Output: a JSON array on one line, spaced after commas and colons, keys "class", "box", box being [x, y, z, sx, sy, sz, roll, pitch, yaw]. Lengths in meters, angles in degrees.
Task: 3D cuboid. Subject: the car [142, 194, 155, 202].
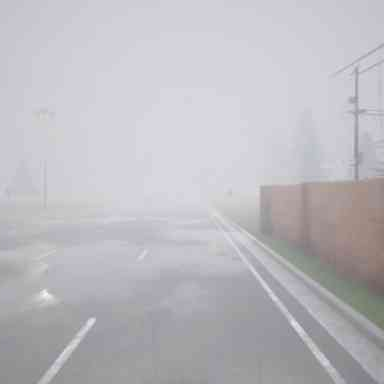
[{"class": "car", "box": [-10.488, 1.467, 78.346, 1.882, 1.535, 5.008, 0, 0, 0]}]

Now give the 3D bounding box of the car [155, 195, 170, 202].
[{"class": "car", "box": [-6.988, 1.522, 78.977, 1.812, 1.442, 4.674, 0, 0, 0]}]

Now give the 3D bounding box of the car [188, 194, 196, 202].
[{"class": "car", "box": [0.012, 1.523, 78.655, 1.812, 1.442, 4.674, 0, 0, 0]}]

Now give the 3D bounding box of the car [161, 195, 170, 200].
[{"class": "car", "box": [-6.986, 1.380, 87.643, 1.994, 1.385, 4.181, 0, 0, 0]}]

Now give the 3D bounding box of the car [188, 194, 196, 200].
[{"class": "car", "box": [0.014, 1.353, 87.638, 2.128, 1.511, 4.902, 0, 0, 0]}]

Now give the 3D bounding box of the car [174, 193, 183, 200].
[{"class": "car", "box": [-3.486, 1.183, 87.625, 2.097, 1.767, 4.553, 0, 0, 0]}]

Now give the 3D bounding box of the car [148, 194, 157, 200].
[{"class": "car", "box": [-10.486, 1.352, 87.647, 1.812, 1.442, 4.674, 0, 0, 0]}]

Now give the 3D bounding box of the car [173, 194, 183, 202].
[{"class": "car", "box": [-3.488, 1.492, 78.782, 1.837, 1.490, 4.892, 0, 0, 0]}]
